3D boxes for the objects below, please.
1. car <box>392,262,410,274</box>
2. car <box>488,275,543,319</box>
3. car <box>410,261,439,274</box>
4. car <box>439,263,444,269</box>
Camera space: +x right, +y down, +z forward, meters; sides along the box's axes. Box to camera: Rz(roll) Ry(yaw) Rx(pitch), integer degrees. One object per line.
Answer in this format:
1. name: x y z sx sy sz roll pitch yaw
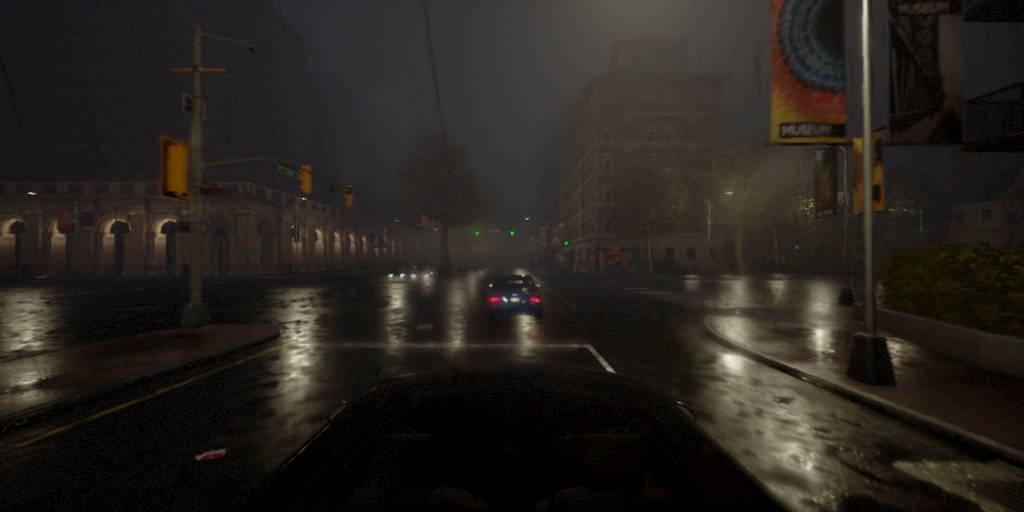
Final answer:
1. car: -15.050 1.619 49.603 1.882 1.535 5.008 0 0 0
2. car: 0.103 1.392 13.299 2.033 1.411 5.357 0 0 0
3. car: -11.565 1.477 47.566 2.097 1.767 4.553 0 0 0
4. car: -11.509 1.759 56.203 1.994 1.385 4.181 0 0 0
